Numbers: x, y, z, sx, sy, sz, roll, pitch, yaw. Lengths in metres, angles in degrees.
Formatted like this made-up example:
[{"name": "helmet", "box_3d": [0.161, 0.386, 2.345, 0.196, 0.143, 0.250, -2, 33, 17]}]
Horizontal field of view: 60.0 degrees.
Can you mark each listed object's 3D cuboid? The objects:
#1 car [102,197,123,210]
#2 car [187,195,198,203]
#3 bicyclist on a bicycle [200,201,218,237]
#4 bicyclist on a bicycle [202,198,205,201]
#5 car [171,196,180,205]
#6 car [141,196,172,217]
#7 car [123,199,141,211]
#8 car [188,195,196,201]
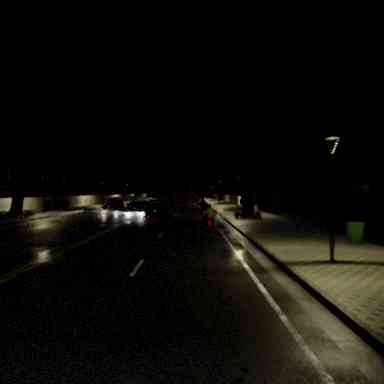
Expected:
[{"name": "car", "box_3d": [-9.816, 1.461, 41.730, 1.837, 1.490, 4.892, 0, 0, 0]}, {"name": "car", "box_3d": [0.101, 1.423, 68.419, 2.128, 1.511, 4.902, 0, 0, 0]}, {"name": "bicyclist on a bicycle", "box_3d": [0.896, 1.418, 16.935, 0.866, 1.612, 1.509, 0, 0, 0]}, {"name": "bicyclist on a bicycle", "box_3d": [0.904, 1.342, 26.144, 0.659, 1.776, 1.843, 0, 0, 0]}, {"name": "car", "box_3d": [-3.128, 1.416, 57.956, 1.882, 1.535, 5.008, 0, 0, 0]}, {"name": "car", "box_3d": [-3.138, 1.444, 30.668, 1.882, 1.535, 5.008, 0, 0, 0]}, {"name": "car", "box_3d": [-6.572, 1.557, 40.163, 1.895, 1.301, 4.718, 0, 0, 0]}, {"name": "car", "box_3d": [0.030, 1.462, 80.221, 1.812, 1.442, 4.674, 0, 0, 0]}]
